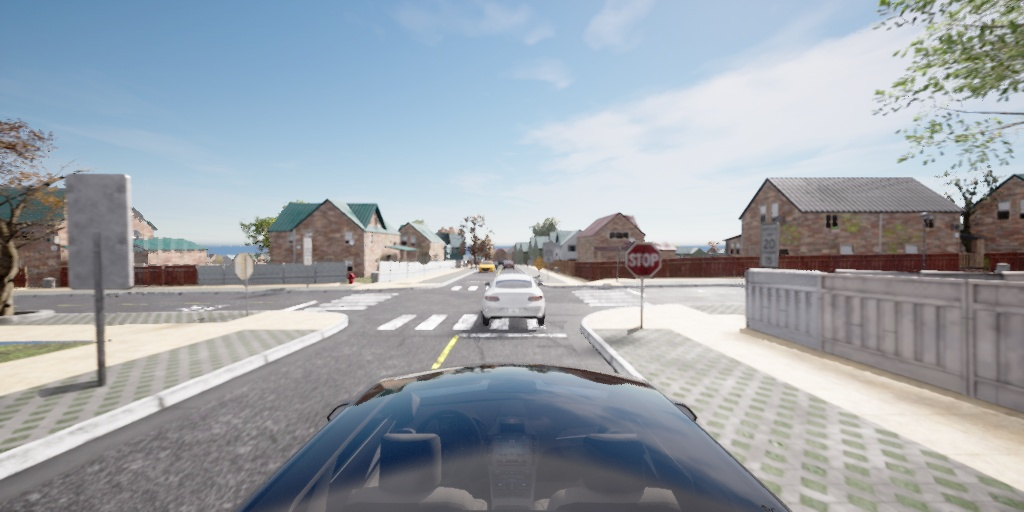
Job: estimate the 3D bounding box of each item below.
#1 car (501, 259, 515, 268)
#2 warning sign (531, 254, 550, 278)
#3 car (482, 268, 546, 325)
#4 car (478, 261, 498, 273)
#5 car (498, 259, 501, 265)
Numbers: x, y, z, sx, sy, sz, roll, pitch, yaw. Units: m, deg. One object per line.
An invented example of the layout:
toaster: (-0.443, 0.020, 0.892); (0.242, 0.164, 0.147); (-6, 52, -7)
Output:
car: (-0.512, 1.523, 60.237); (1.812, 1.442, 4.674); (0, 0, 0)
warning sign: (2.373, 0.932, 31.212); (1.300, 1.860, 1.060); (0, 0, -1)
car: (0.059, 1.287, 11.785); (1.812, 1.442, 4.674); (0, 0, 0)
car: (-3.188, 1.367, 45.581); (1.882, 1.535, 5.008); (0, 0, -1)
car: (-3.378, 1.596, 64.922); (2.033, 1.411, 5.357); (0, -1, -1)
